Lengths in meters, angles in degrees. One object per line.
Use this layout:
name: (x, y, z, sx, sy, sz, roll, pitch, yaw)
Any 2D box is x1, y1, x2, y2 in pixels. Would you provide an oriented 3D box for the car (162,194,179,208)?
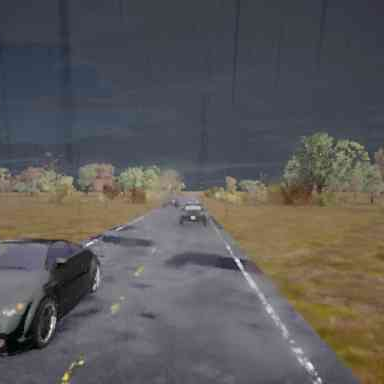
car: (-3.109, 1.310, 49.195, 2.150, 2.045, 5.566, 0, 0, 0)

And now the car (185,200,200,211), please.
car: (0.061, 1.676, 42.490, 1.895, 1.301, 4.718, 0, 0, 0)

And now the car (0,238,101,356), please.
car: (-3.106, 1.576, 6.119, 1.994, 1.385, 4.181, 0, 0, 0)

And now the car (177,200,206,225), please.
car: (0.079, 1.569, 24.705, 1.812, 1.442, 4.674, 0, 0, 0)
